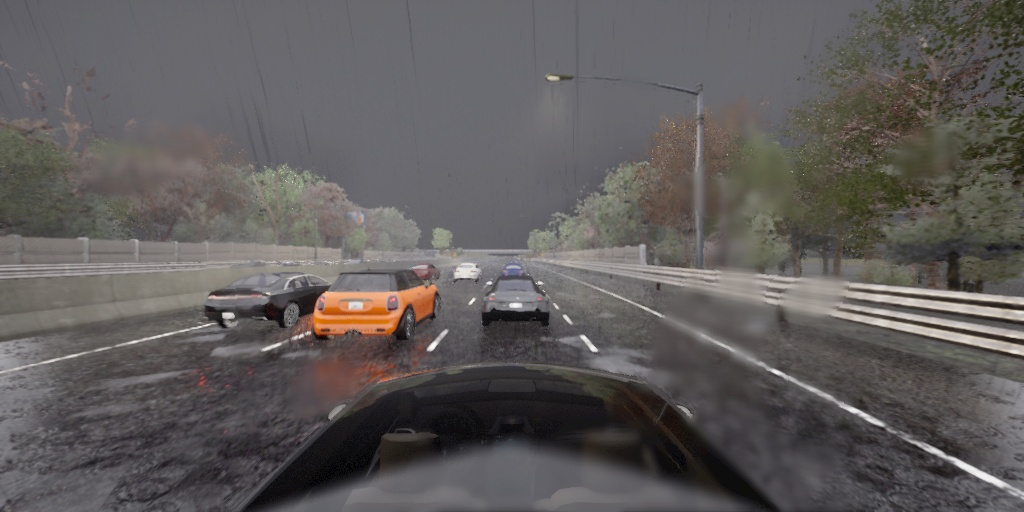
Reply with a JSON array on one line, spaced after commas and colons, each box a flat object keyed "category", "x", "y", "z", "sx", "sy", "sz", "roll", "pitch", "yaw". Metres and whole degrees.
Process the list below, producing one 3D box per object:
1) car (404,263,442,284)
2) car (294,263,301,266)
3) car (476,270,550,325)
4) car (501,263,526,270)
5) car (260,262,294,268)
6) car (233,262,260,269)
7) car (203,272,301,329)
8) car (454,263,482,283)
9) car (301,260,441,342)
[{"category": "car", "x": -6.900, "y": 1.275, "z": 28.215, "sx": 1.812, "sy": 1.442, "sz": 4.674, "roll": 0, "pitch": 0, "yaw": 0}, {"category": "car", "x": -21.092, "y": 1.357, "z": 39.031, "sx": 1.895, "sy": 1.301, "sz": 4.718, "roll": 0, "pitch": 0, "yaw": 0}, {"category": "car", "x": 0.101, "y": 1.311, "z": 11.748, "sx": 1.994, "sy": 1.385, "sz": 4.181, "roll": 0, "pitch": 0, "yaw": 0}, {"category": "car", "x": 0.100, "y": 1.275, "z": 28.210, "sx": 1.812, "sy": 1.442, "sz": 4.674, "roll": 0, "pitch": 0, "yaw": 0}, {"category": "car", "x": -24.591, "y": 1.357, "z": 38.989, "sx": 1.895, "sy": 1.301, "sz": 4.718, "roll": 0, "pitch": 0, "yaw": 0}, {"category": "car", "x": -28.084, "y": 1.320, "z": 38.865, "sx": 1.994, "sy": 1.385, "sz": 4.181, "roll": 0, "pitch": 0, "yaw": 0}, {"category": "car", "x": -6.900, "y": 1.239, "z": 11.161, "sx": 2.128, "sy": 1.511, "sz": 4.902, "roll": 0, "pitch": 0, "yaw": 0}, {"category": "car", "x": -3.414, "y": 1.275, "z": 28.242, "sx": 1.812, "sy": 1.442, "sz": 4.674, "roll": 0, "pitch": 0, "yaw": 0}, {"category": "car", "x": -3.400, "y": 1.100, "z": 9.930, "sx": 2.097, "sy": 1.767, "sz": 4.553, "roll": 0, "pitch": 0, "yaw": 0}]
